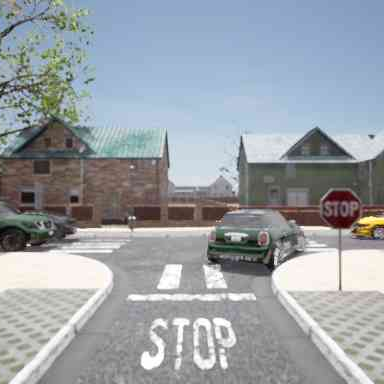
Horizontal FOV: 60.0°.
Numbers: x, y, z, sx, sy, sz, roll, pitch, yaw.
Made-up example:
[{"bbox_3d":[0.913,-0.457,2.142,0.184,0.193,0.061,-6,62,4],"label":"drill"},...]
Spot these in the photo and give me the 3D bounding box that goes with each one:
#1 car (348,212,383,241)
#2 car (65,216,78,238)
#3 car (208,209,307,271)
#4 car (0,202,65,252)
[{"bbox_3d":[10.342,1.522,16.366,5.008,1.535,1.882,-1,-2,1],"label":"car"},{"bbox_3d":[-8.243,1.721,16.578,4.892,1.490,1.837,-1,-2,1],"label":"car"},{"bbox_3d":[2.355,1.373,11.440,2.097,1.767,4.553,-1,0,30],"label":"car"},{"bbox_3d":[-8.526,1.357,13.642,5.566,2.045,2.150,-1,-2,1],"label":"car"}]
